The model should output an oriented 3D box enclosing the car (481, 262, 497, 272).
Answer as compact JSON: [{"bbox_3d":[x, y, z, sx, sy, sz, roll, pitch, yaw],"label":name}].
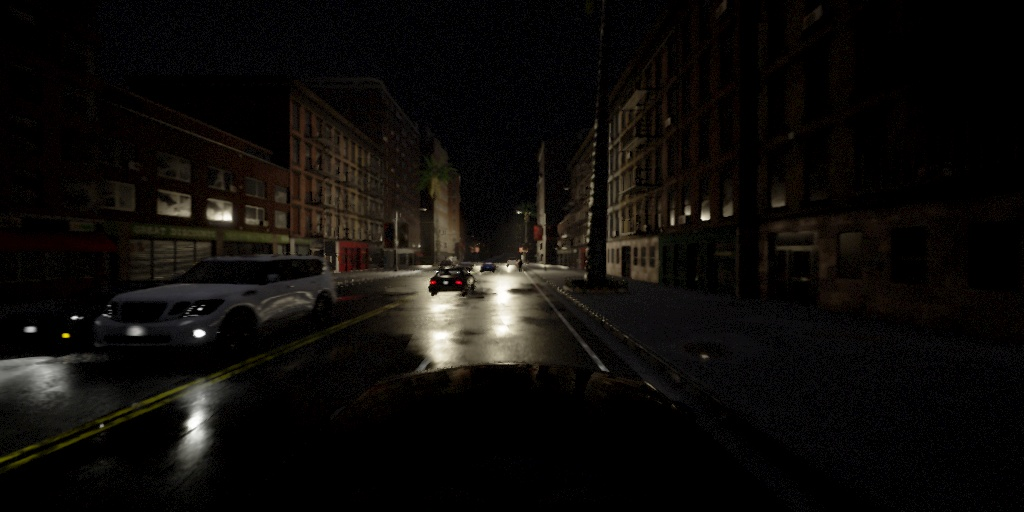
[{"bbox_3d":[-3.132,1.444,48.658,1.994,1.385,4.181,0,0,0],"label":"car"}]

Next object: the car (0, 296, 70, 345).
[{"bbox_3d":[-9.846,1.317,9.317,1.994,1.385,4.181,0,0,0],"label":"car"}]

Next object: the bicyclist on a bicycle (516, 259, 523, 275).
[{"bbox_3d":[0.909,1.209,39.635,0.659,1.776,1.843,0,0,0],"label":"bicyclist on a bicycle"}]

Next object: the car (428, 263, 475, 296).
[{"bbox_3d":[-3.143,1.316,19.515,2.033,1.411,5.357,0,0,0],"label":"car"}]

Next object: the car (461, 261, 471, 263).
[{"bbox_3d":[-6.543,1.438,50.841,2.033,1.411,5.357,0,0,1],"label":"car"}]

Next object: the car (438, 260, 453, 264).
[{"bbox_3d":[-9.786,1.408,53.558,1.837,1.490,4.892,0,0,0],"label":"car"}]

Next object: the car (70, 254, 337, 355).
[{"bbox_3d":[-6.598,0.975,9.048,2.150,2.045,5.566,0,0,0],"label":"car"}]
